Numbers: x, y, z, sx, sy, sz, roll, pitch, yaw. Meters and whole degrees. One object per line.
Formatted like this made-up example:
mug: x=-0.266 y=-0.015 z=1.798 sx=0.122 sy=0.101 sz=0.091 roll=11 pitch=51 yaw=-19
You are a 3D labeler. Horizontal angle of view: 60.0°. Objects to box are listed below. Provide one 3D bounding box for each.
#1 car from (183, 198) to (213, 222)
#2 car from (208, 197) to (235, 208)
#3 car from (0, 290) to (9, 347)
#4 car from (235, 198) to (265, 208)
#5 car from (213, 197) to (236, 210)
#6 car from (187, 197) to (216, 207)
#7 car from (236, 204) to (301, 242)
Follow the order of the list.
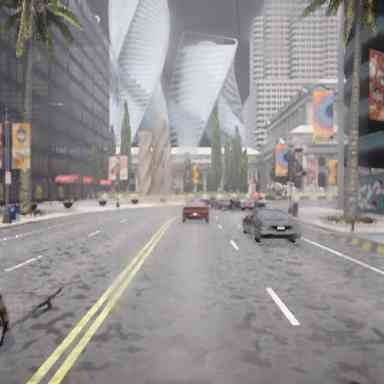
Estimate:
car: x=0.397 y=1.431 z=25.576 sx=1.882 sy=1.535 sz=5.008 roll=0 pitch=-1 yaw=4
car: x=4.332 y=1.492 z=47.773 sx=1.994 sy=1.385 sz=4.181 roll=0 pitch=0 yaw=36
car: x=-3.587 y=1.558 z=3.009 sx=1.994 sy=1.385 sz=4.181 roll=0 pitch=0 yaw=0
car: x=7.156 y=1.475 z=38.535 sx=2.033 sy=1.411 sz=5.357 roll=0 pitch=0 yaw=27
car: x=4.791 y=1.414 z=41.163 sx=2.128 sy=1.511 sz=4.902 roll=0 pitch=0 yaw=27
car: x=1.479 y=1.516 z=49.801 sx=1.895 sy=1.301 sz=4.718 roll=0 pitch=0 yaw=36
car: x=3.630 y=1.517 z=16.052 sx=2.033 sy=1.411 sz=5.357 roll=0 pitch=0 yaw=0
